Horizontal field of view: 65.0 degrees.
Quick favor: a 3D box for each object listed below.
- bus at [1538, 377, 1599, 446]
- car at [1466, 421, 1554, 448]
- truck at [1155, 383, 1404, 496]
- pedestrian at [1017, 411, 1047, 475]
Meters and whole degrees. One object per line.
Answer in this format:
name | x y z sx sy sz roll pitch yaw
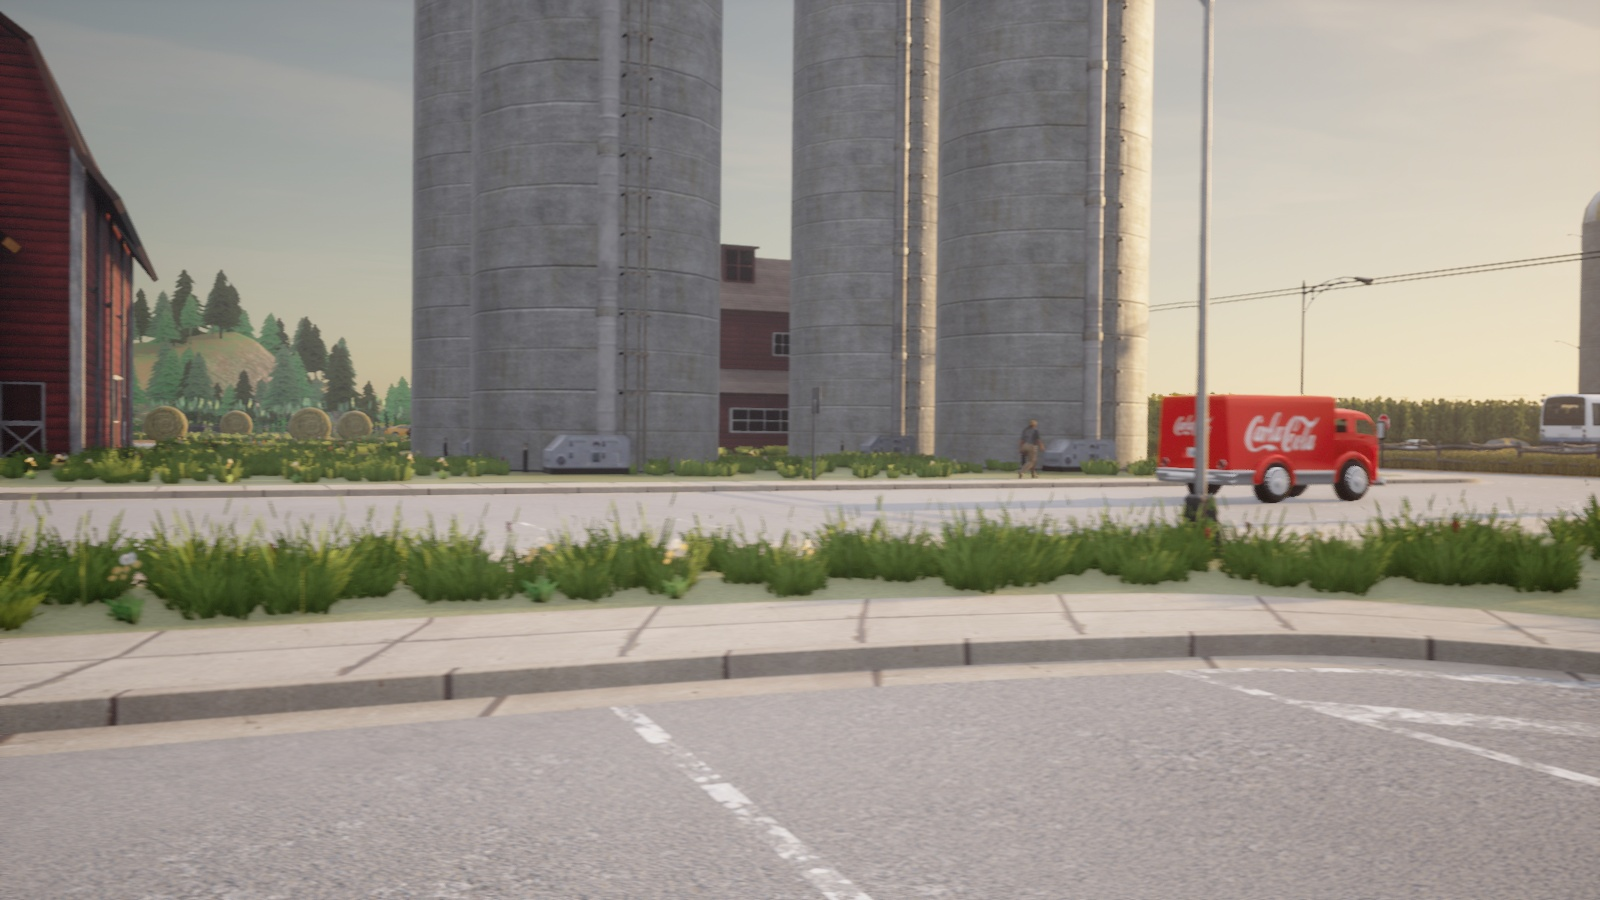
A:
bus | 52.637 -2.490 80.543 10.273 4.253 3.944 -1 1 -24
car | 43.175 -0.952 76.321 5.366 1.575 1.801 -1 1 -24
truck | 11.339 -0.286 29.730 5.204 2.467 2.627 -1 1 -25
pedestrian | 6.784 -0.212 36.710 0.694 1.848 0.540 -1 1 -36
